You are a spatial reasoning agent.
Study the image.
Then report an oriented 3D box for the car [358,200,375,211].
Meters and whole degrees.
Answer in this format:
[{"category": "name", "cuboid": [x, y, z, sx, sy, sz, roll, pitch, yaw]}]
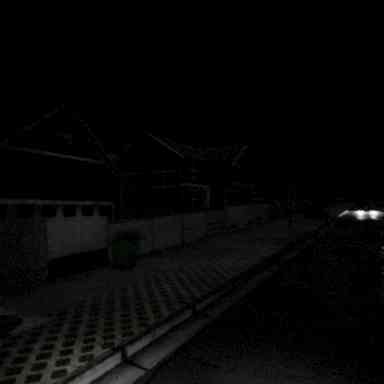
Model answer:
[{"category": "car", "cuboid": [22.399, 1.658, 42.688, 1.895, 1.301, 4.718, -2, -1, 29]}]
